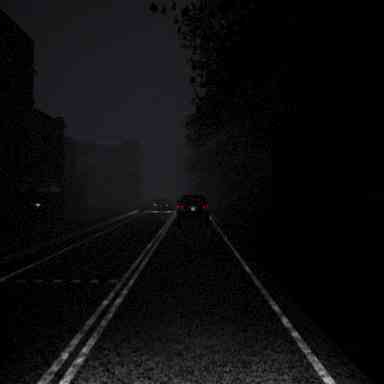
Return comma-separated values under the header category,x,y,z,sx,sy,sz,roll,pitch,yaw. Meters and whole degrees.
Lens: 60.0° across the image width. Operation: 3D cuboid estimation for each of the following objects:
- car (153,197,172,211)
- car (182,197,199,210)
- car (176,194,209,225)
category,x,y,z,sx,sy,sz,roll,pitch,yaw
car,-3.514,1.434,40.155,1.837,1.490,4.892,0,0,0
car,-0.190,1.465,42.867,2.033,1.411,5.357,0,0,-1
car,0.051,1.189,23.749,2.150,2.045,5.566,0,-1,0
